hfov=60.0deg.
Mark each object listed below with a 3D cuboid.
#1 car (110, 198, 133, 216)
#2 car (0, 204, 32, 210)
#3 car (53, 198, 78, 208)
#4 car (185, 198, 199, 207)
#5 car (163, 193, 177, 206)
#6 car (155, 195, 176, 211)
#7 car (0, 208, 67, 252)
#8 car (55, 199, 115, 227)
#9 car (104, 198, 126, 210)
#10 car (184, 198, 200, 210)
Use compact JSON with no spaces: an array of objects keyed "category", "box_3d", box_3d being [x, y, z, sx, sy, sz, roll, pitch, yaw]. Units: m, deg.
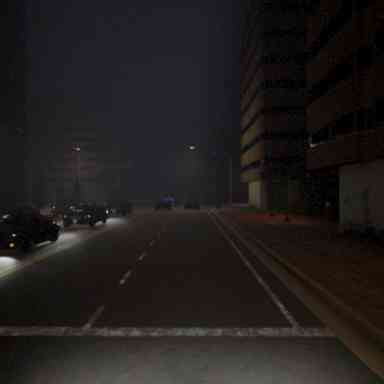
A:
[{"category":"car","box_3d":[-7.052,1.505,32.571,2.128,1.511,4.902,0,0,0]},{"category":"car","box_3d":[-10.577,1.486,19.331,1.882,1.535,5.008,0,0,0]},{"category":"car","box_3d":[-10.563,1.365,29.101,2.097,1.767,4.553,0,0,0]},{"category":"car","box_3d":[0.030,1.584,51.220,1.994,1.385,4.181,0,0,1]},{"category":"car","box_3d":[-3.490,1.242,51.073,2.150,2.045,5.566,0,0,0]},{"category":"car","box_3d":[-3.492,1.508,41.363,2.128,1.511,4.902,0,0,0]},{"category":"car","box_3d":[-7.074,1.570,13.739,1.994,1.385,4.181,0,0,0]},{"category":"car","box_3d":[-7.062,1.501,22.541,2.128,1.511,4.902,0,0,0]},{"category":"car","box_3d":[-10.492,1.542,45.504,1.837,1.490,4.892,0,0,0]},{"category":"car","box_3d":[0.009,1.581,42.743,1.994,1.385,4.181,0,0,0]}]
